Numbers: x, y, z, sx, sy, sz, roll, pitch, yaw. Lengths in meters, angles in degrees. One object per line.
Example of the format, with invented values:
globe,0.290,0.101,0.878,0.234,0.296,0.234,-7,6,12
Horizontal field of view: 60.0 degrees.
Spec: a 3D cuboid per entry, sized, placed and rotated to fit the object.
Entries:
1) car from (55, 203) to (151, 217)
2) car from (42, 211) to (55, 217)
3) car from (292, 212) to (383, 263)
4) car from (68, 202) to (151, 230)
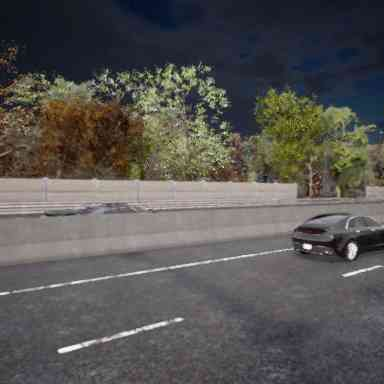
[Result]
car,-4.475,1.505,17.983,4.892,1.490,1.837,0,0,-35
car,-8.147,1.602,23.964,4.718,1.301,1.895,0,0,-35
car,5.678,1.506,12.093,4.892,1.490,1.837,0,0,-35
car,-5.310,1.505,21.683,4.892,1.490,1.837,0,0,-35
